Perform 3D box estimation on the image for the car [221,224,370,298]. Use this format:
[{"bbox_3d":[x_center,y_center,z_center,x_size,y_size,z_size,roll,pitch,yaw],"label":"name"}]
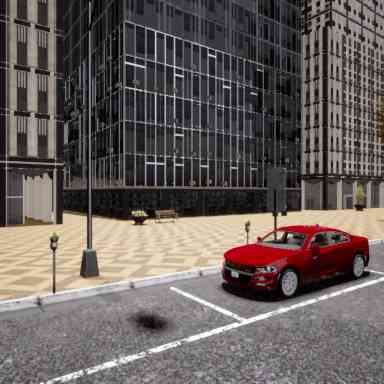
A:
[{"bbox_3d":[2.764,1.545,8.512,4.507,1.381,1.887,0,0,-35],"label":"car"}]
